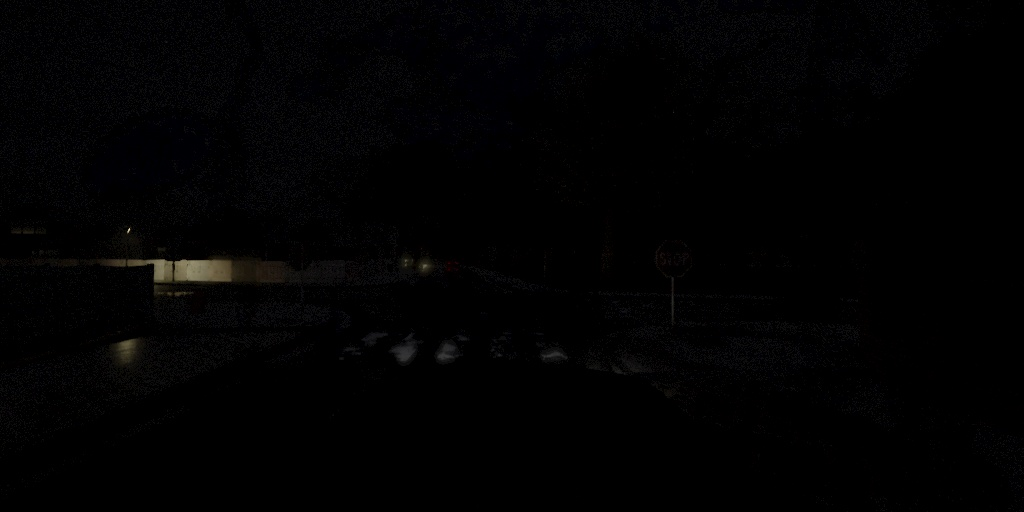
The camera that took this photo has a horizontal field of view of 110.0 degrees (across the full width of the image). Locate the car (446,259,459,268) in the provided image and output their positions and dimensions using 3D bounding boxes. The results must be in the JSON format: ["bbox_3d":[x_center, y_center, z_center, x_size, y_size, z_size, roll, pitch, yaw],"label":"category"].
[{"bbox_3d":[-10.288,1.372,62.103,1.812,1.442,4.674,0,0,-12],"label":"car"}]
